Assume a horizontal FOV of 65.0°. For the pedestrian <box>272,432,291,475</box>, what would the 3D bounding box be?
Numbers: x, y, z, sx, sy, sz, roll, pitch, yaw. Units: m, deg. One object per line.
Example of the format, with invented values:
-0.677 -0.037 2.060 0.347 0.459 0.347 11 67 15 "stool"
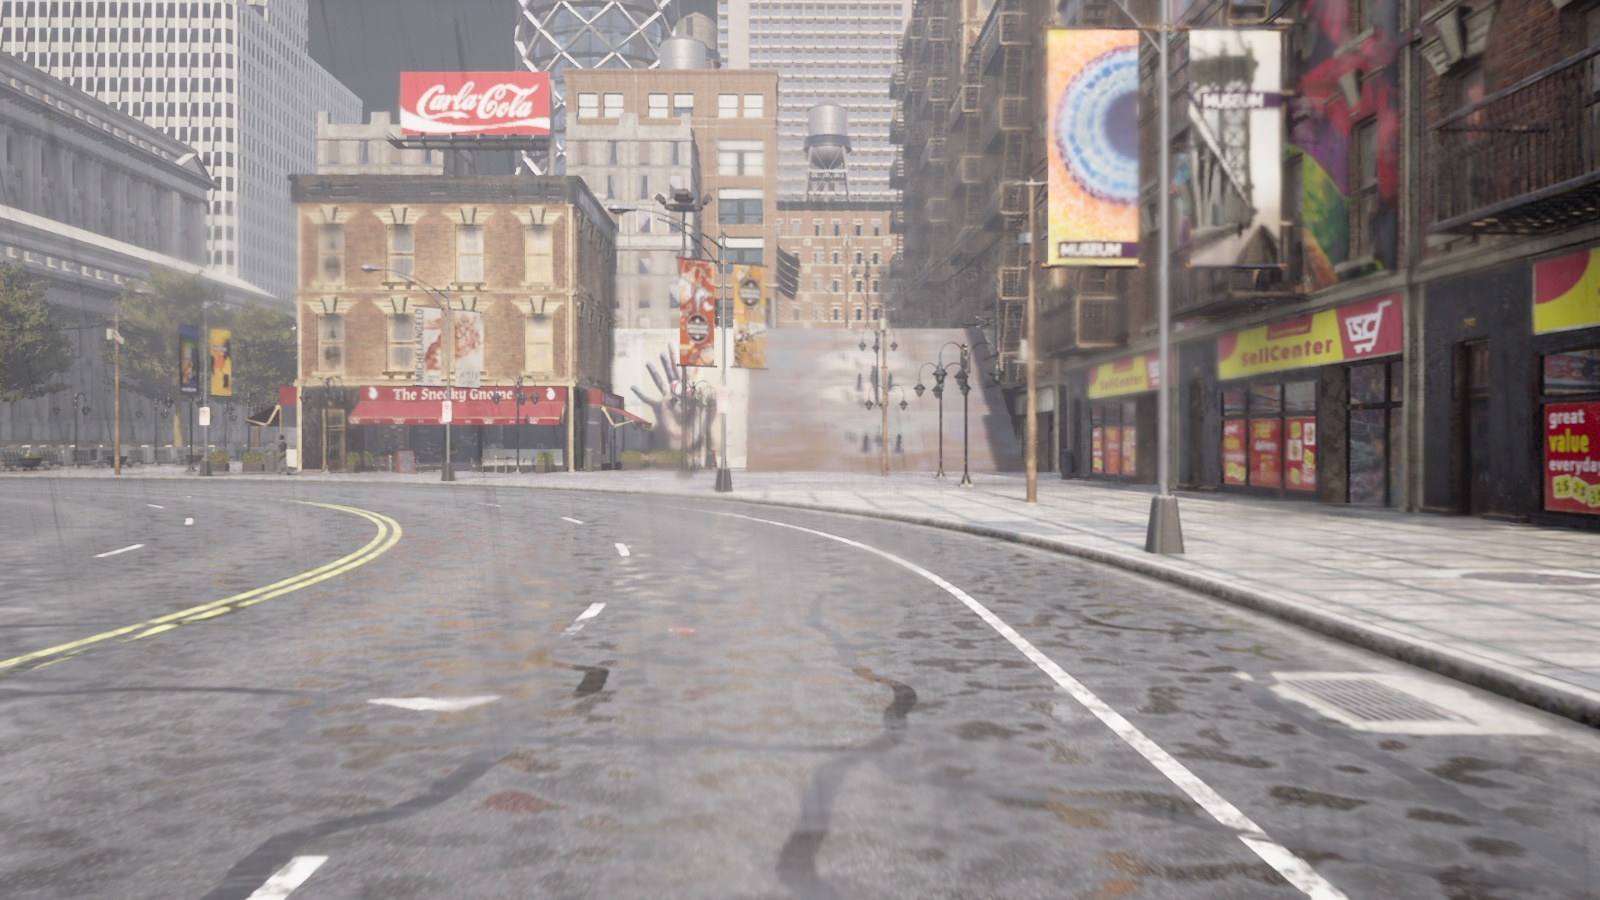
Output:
-23.362 0.175 56.589 0.666 1.930 0.402 0 0 16 "pedestrian"
